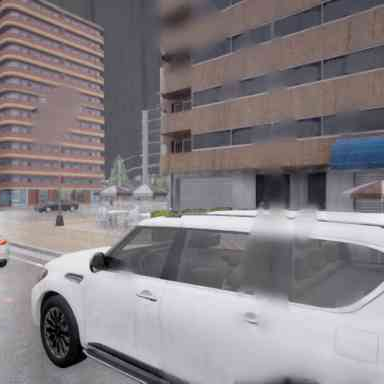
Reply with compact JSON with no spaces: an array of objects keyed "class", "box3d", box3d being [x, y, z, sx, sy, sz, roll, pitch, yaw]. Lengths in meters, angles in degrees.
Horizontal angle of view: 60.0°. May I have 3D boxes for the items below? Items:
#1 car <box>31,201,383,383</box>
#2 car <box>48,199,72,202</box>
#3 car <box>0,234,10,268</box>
[{"class":"car","box3d":[0.288,1.221,3.983,5.566,2.045,2.150,0,0,39]},{"class":"car","box3d":[-15.470,1.556,38.154,1.837,1.490,4.892,0,0,40]},{"class":"car","box3d":[-7.195,1.524,10.141,4.674,1.442,1.812,0,0,40]}]
